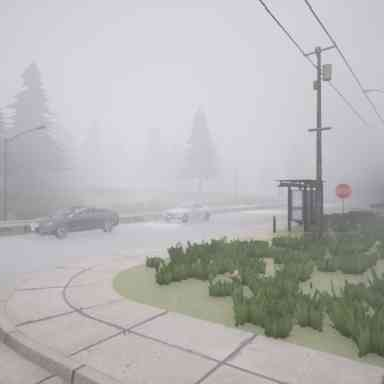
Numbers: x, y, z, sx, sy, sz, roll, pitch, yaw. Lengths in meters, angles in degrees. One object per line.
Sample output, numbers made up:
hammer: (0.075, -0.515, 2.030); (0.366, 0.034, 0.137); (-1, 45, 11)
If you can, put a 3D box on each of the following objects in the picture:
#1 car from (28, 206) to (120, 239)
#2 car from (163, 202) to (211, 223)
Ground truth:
car: (-6.089, 1.491, 17.708); (2.128, 1.511, 4.902); (0, 0, 36)
car: (-0.248, 1.525, 25.783); (1.812, 1.442, 4.674); (0, 0, 36)
